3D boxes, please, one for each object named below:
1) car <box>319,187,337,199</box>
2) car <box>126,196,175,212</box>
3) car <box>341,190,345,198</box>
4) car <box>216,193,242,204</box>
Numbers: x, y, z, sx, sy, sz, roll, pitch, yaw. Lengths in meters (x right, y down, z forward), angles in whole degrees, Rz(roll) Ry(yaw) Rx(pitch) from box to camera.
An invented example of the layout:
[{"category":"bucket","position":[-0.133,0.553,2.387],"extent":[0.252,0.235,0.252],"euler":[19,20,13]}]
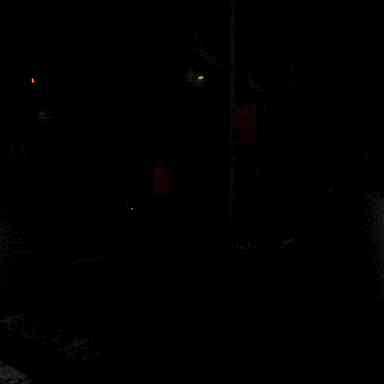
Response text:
[{"category":"car","position":[24.951,0.106,61.056],"extent":[2.150,2.045,5.566],"euler":[0,1,35]},{"category":"car","position":[-3.801,1.089,31.531],"extent":[2.033,1.411,5.357],"euler":[0,1,35]},{"category":"car","position":[28.202,0.379,60.027],"extent":[1.837,1.490,4.892],"euler":[0,1,34]},{"category":"car","position":[4.914,0.846,43.993],"extent":[1.994,1.385,4.181],"euler":[0,1,35]}]
